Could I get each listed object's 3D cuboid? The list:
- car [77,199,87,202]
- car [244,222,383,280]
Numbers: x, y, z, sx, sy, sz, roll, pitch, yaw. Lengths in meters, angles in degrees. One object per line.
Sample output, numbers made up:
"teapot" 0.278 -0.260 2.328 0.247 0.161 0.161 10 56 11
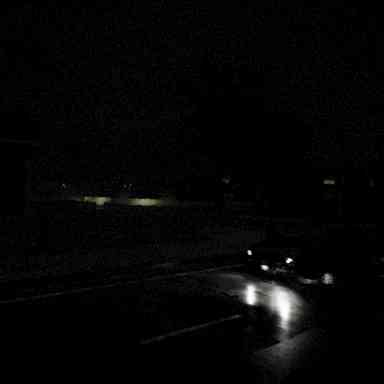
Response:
"car" -17.531 1.855 53.188 1.994 1.385 4.181 1 -1 -35
"car" 4.128 1.678 10.495 5.357 1.411 2.033 1 -1 -35
